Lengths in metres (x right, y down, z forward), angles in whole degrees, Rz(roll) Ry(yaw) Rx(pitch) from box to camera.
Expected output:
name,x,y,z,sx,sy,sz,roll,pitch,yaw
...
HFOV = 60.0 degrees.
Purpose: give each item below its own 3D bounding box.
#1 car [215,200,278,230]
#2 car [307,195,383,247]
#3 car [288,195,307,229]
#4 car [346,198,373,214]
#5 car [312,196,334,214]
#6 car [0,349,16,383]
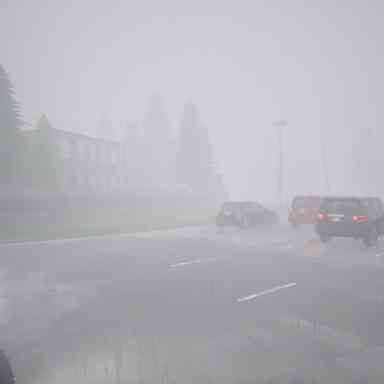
name,x,y,z,sx,sy,sz,roll,pitch,yaw
car,3.578,1.353,21.220,2.097,1.767,4.553,0,0,45
car,7.722,1.221,15.361,2.150,2.045,5.566,0,0,45
car,8.018,1.219,20.745,2.150,2.045,5.566,0,0,42
car,18.060,1.491,36.090,2.128,1.511,4.902,0,0,21
car,14.381,1.353,36.407,2.097,1.767,4.553,0,0,24
car,-3.462,1.504,1.455,4.892,1.490,1.837,0,0,-35
